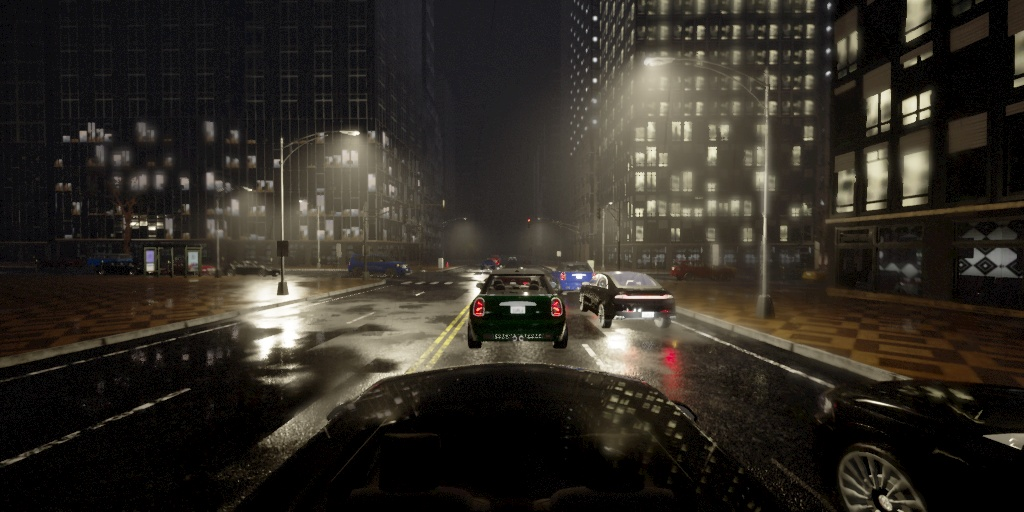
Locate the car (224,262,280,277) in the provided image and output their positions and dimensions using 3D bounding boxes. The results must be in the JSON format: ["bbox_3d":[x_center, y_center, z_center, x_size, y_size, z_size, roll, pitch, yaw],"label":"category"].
[{"bbox_3d":[-22.692,1.173,31.364,4.313,1.339,1.948,0,0,1],"label":"car"}]

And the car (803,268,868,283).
[{"bbox_3d":[27.680,1.578,30.573,4.829,1.417,1.751,0,0,1],"label":"car"}]

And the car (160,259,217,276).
[{"bbox_3d":[-28.376,1.138,31.504,4.207,1.307,1.802,0,0,1],"label":"car"}]

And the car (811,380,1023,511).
[{"bbox_3d":[3.344,1.242,0.902,2.128,1.511,4.902,0,0,0],"label":"car"}]

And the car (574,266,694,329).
[{"bbox_3d":[3.363,1.237,11.294,2.128,1.511,4.902,0,0,0],"label":"car"}]

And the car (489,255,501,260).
[{"bbox_3d":[-3.228,0.915,64.515,2.150,2.045,5.566,0,1,1],"label":"car"}]

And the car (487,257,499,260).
[{"bbox_3d":[-3.281,1.241,50.822,1.812,1.442,4.674,0,0,0],"label":"car"}]

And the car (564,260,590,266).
[{"bbox_3d":[3.375,1.092,20.136,2.097,1.767,4.553,0,0,0],"label":"car"}]

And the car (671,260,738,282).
[{"bbox_3d":[16.232,1.269,30.785,5.009,1.841,2.192,0,0,1],"label":"car"}]

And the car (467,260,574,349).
[{"bbox_3d":[0.111,1.099,9.320,2.097,1.767,4.553,0,0,0],"label":"car"}]

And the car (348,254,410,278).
[{"bbox_3d":[-12.334,0.889,33.253,5.566,2.045,2.150,1,1,9],"label":"car"}]

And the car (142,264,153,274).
[{"bbox_3d":[-31.462,1.031,34.263,5.357,1.411,2.033,1,1,1],"label":"car"}]

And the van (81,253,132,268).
[{"bbox_3d":[-45.236,0.605,40.360,3.998,1.789,1.690,0,0,1],"label":"van"}]

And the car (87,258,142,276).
[{"bbox_3d":[-34.057,1.069,31.685,4.313,1.339,1.948,0,0,1],"label":"car"}]
